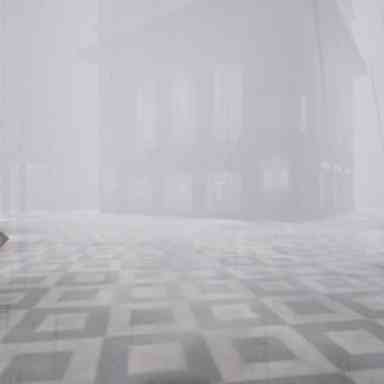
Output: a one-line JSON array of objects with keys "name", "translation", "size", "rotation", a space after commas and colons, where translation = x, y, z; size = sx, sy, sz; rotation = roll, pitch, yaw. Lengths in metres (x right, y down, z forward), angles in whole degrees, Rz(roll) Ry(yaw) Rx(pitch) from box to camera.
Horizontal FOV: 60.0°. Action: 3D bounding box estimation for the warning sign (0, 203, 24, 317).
[{"name": "warning sign", "translation": [-3.737, 1.130, 5.559], "size": [1.060, 1.860, 1.300], "rotation": [-1, 0, 35]}]
